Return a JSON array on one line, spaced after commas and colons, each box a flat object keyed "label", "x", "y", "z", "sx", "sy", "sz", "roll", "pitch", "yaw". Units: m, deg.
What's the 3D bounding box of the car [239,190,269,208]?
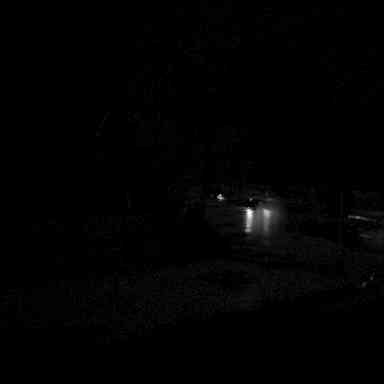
[{"label": "car", "x": 5.552, "y": 0.566, "z": 30.302, "sx": 1.812, "sy": 1.442, "sz": 4.674, "roll": 1, "pitch": 2, "yaw": -5}]

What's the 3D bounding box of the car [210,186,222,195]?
[{"label": "car", "x": 3.548, "y": -0.332, "z": 52.627, "sx": 1.895, "sy": 1.301, "sz": 4.718, "roll": 1, "pitch": 2, "yaw": -5}]
